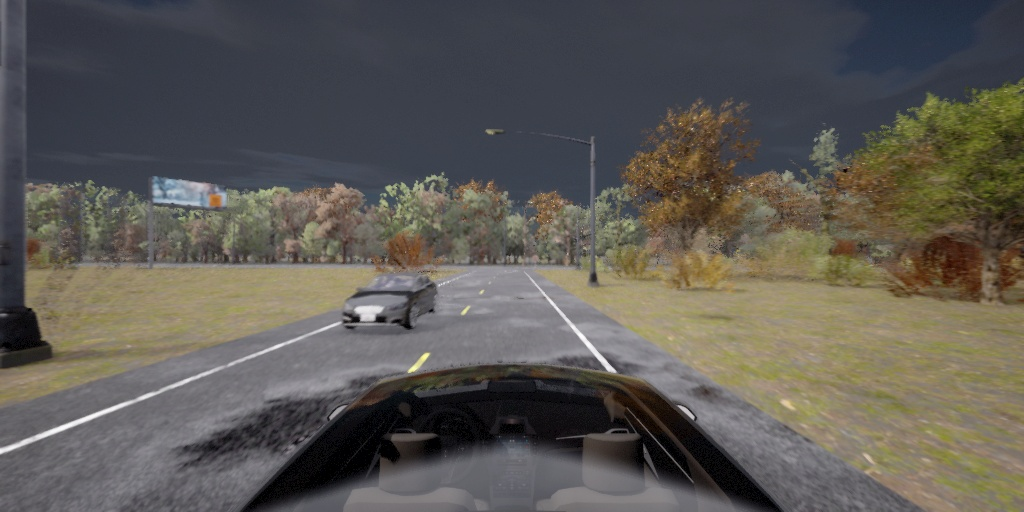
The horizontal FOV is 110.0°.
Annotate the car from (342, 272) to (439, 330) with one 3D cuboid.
[{"bbox_3d":[-3.593,1.285,11.394,2.128,1.511,4.902,0,0,0],"label":"car"}]
